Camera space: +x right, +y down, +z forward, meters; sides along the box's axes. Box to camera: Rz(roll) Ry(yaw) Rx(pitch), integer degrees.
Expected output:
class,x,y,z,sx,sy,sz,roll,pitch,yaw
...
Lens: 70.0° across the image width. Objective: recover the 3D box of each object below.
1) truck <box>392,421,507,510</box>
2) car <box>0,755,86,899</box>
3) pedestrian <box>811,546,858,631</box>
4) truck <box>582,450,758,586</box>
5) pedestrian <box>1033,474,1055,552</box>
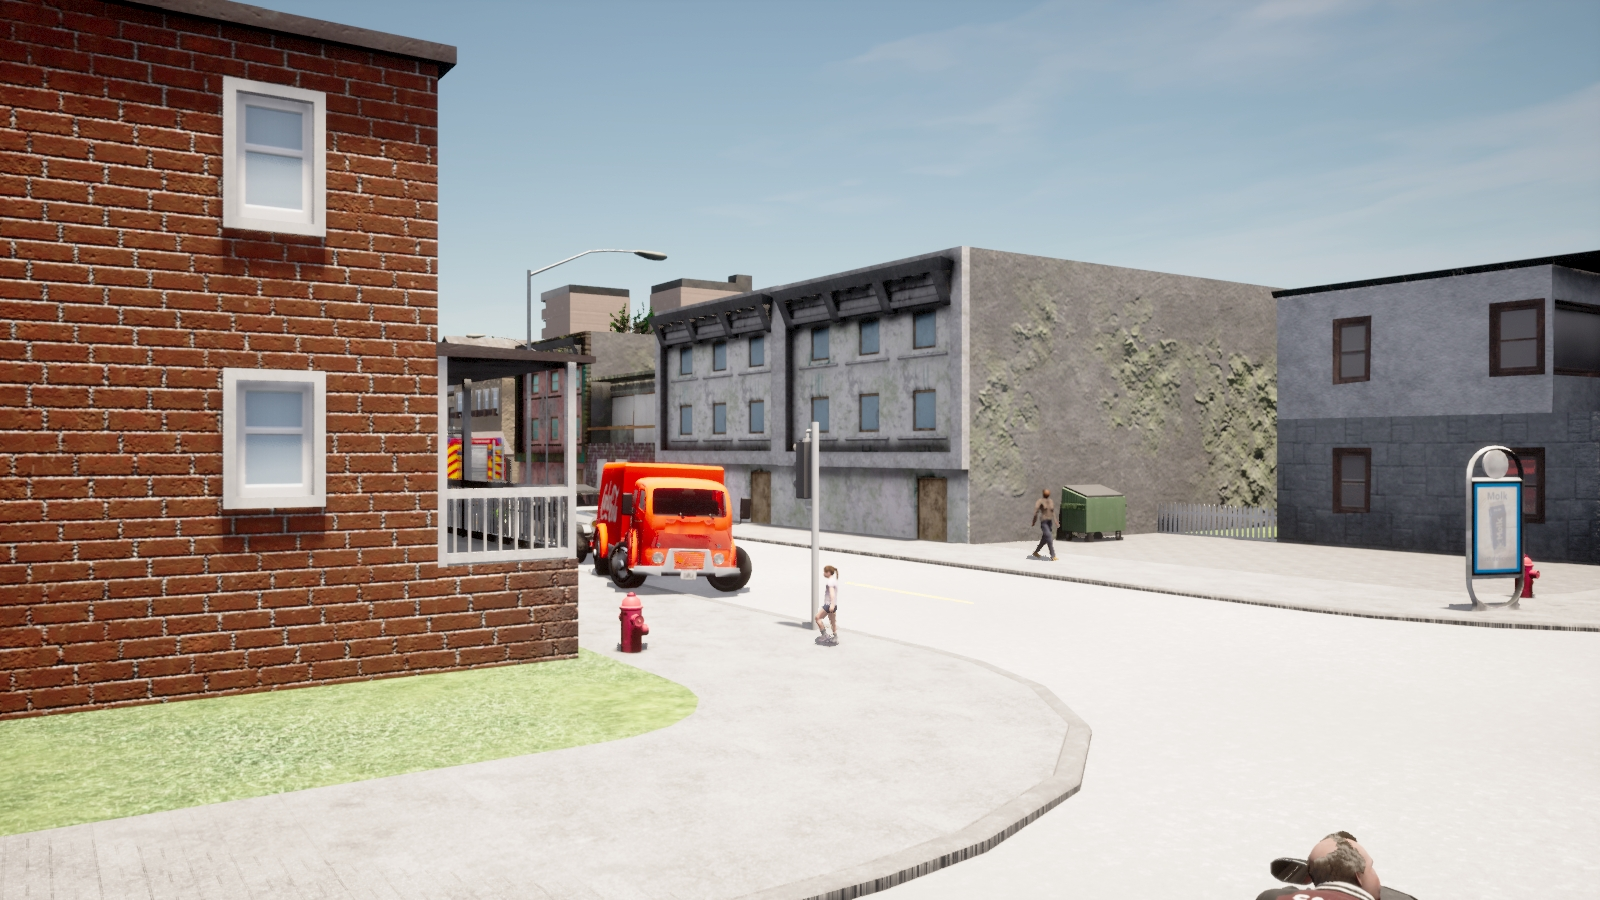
class,x,y,z,sx,sy,sz,roll,pitch,yaw
truck,-16.653,0.670,53.871,2.891,3.827,8.468,0,0,-34
car,-3.513,1.806,2.087,3.705,1.549,1.789,0,0,-34
pedestrian,0.479,1.897,15.750,0.500,1.100,0.500,0,0,21
truck,-2.868,1.294,23.855,2.627,2.467,5.204,3,-1,-17
pedestrian,5.955,1.525,27.842,0.375,1.860,0.375,0,0,-25
